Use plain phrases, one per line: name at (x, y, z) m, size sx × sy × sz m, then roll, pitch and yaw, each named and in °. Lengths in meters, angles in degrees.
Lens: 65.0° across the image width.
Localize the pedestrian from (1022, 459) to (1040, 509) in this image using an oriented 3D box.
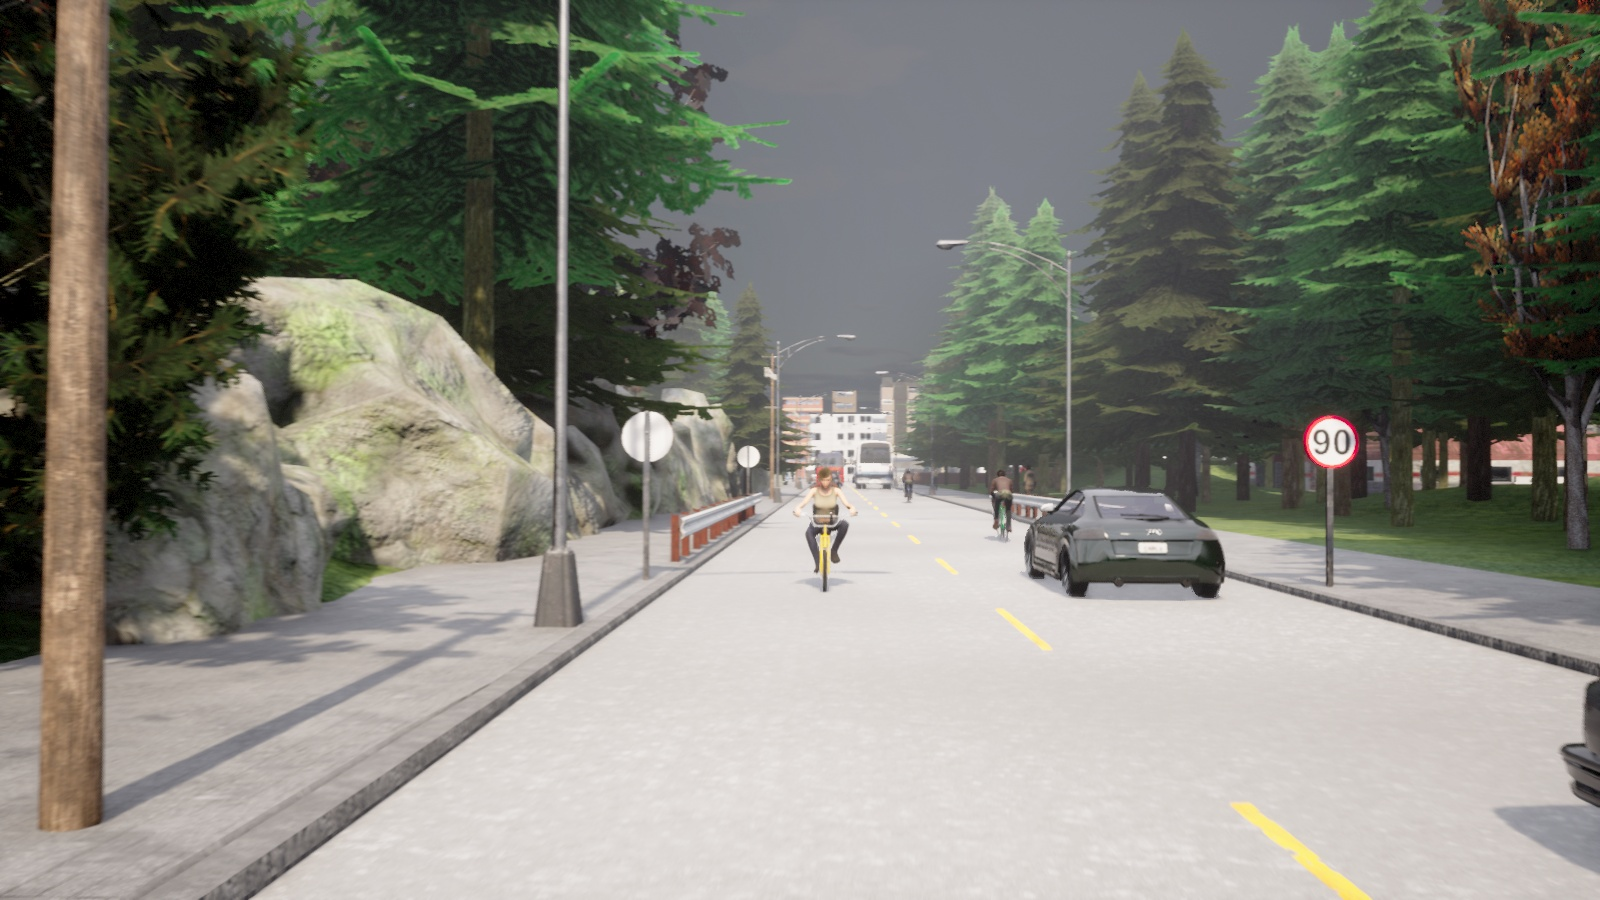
pedestrian at (9.098, 1.339, 49.485) m, size 0.396 × 1.930 × 0.692 m, roll 0°, pitch -1°, yaw -22°

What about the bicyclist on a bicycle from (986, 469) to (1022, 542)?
bicyclist on a bicycle at (4.616, 1.238, 28.494) m, size 0.582 × 1.620 × 1.656 m, roll 0°, pitch -1°, yaw 1°

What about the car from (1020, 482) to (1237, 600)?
car at (4.369, 1.162, 17.406) m, size 1.994 × 1.385 × 4.181 m, roll 0°, pitch -1°, yaw 1°

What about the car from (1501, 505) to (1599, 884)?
car at (3.988, 0.898, 2.727) m, size 2.033 × 1.411 × 5.357 m, roll 0°, pitch -1°, yaw 1°

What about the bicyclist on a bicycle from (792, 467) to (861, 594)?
bicyclist on a bicycle at (0.357, 1.032, 16.642) m, size 0.866 × 1.612 × 1.509 m, roll 0°, pitch -1°, yaw 2°
